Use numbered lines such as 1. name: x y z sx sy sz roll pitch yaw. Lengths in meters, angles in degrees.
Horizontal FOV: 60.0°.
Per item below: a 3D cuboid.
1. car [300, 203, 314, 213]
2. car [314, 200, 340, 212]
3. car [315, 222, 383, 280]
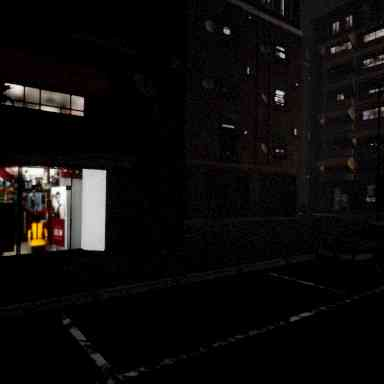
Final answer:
1. car: 10.823 1.543 37.665 1.882 1.535 5.008 1 -1 -35
2. car: 15.490 1.705 40.459 1.752 1.417 4.829 1 -1 -35
3. car: 5.459 1.588 9.925 4.206 1.307 1.802 0 1 -35
